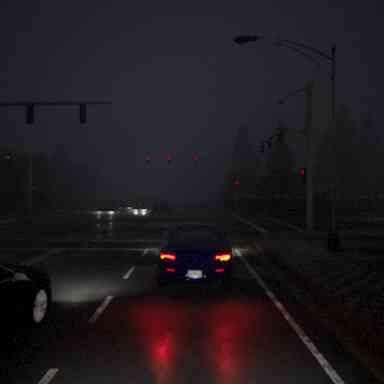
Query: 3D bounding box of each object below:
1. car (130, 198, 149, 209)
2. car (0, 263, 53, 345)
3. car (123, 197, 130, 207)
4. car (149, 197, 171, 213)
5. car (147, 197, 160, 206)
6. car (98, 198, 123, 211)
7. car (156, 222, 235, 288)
[{"bbox_3d":[-7.135,1.630,48.320,2.128,1.511,4.902,0,0,0],"label":"car"},{"bbox_3d":[-3.445,1.517,4.118,1.837,1.490,4.892,0,0,0],"label":"car"},{"bbox_3d":[-10.649,1.634,54.389,1.882,1.535,5.008,0,0,0],"label":"car"},{"bbox_3d":[-3.461,1.587,38.197,1.882,1.535,5.008,0,0,0],"label":"car"},{"bbox_3d":[-7.109,1.681,61.742,1.837,1.490,4.892,0,0,0],"label":"car"},{"bbox_3d":[-10.647,1.649,43.098,1.812,1.442,4.674,0,0,0],"label":"car"},{"bbox_3d":[0.125,1.552,9.253,1.812,1.442,4.674,0,0,2],"label":"car"}]
